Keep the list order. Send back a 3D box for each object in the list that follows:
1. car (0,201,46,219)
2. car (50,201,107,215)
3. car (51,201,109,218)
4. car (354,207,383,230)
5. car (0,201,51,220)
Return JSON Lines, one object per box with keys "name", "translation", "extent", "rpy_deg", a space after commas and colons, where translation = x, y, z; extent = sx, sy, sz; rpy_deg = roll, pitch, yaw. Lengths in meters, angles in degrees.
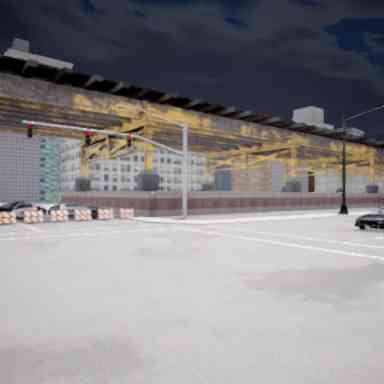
{"name": "car", "translation": [-14.007, 1.367, 26.393], "extent": [1.853, 1.218, 4.536], "rpy_deg": [0, 0, 18]}
{"name": "car", "translation": [-10.159, 1.405, 30.091], "extent": [4.536, 1.218, 1.853], "rpy_deg": [0, 0, -7]}
{"name": "car", "translation": [-10.108, 1.563, 30.097], "extent": [4.974, 1.542, 2.038], "rpy_deg": [0, 0, -7]}
{"name": "car", "translation": [12.771, 1.722, 21.660], "extent": [5.357, 1.411, 2.033], "rpy_deg": [0, 0, -35]}
{"name": "car", "translation": [-14.024, 1.524, 26.343], "extent": [2.038, 1.542, 4.974], "rpy_deg": [0, 0, 18]}
